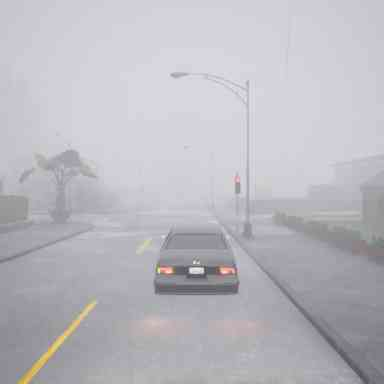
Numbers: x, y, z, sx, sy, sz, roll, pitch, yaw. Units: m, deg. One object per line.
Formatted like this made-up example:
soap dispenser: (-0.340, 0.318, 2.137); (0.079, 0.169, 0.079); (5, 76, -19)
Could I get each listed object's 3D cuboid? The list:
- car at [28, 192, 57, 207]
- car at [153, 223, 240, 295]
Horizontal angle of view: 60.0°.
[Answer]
car: (-19.748, 0.985, 43.898); (1.905, 1.878, 3.866); (0, 0, 35)
car: (0.099, 1.547, 8.855); (2.033, 1.411, 5.357); (0, 0, 0)
